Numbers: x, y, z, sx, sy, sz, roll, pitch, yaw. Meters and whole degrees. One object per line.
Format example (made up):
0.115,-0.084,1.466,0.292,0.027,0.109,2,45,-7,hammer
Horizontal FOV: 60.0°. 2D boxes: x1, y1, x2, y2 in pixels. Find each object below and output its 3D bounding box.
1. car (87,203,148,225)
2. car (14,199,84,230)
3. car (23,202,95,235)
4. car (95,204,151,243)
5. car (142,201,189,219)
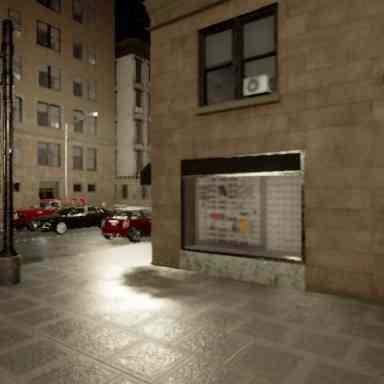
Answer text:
-5.608,1.594,25.624,2.008,1.369,4.403,0,0,35,car
-8.898,1.359,20.991,2.192,1.841,5.009,0,0,35,car
-6.850,1.537,19.492,1.837,1.490,4.892,0,0,35,car
-2.353,1.445,16.346,1.967,1.590,4.097,0,0,35,car
-2.319,1.586,30.257,1.887,1.381,4.507,0,0,35,car
